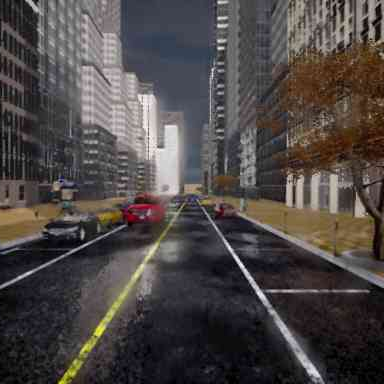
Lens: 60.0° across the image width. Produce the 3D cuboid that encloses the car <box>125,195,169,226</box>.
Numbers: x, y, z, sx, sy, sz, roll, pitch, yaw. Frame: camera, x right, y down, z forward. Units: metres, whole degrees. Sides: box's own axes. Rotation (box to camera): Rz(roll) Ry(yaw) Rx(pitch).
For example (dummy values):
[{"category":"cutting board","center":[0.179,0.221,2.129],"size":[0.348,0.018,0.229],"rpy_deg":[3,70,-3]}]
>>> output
[{"category":"car","center":[-3.094,1.211,23.405],"size":[2.150,2.045,5.566],"rpy_deg":[0,0,0]}]

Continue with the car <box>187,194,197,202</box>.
[{"category":"car","center":[0.010,1.440,70.183],"size":[1.812,1.442,4.674],"rpy_deg":[0,0,0]}]

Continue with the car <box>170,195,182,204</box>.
[{"category":"car","center":[-3.009,1.353,65.112],"size":[2.097,1.767,4.553],"rpy_deg":[0,0,0]}]

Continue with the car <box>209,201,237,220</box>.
[{"category":"car","center":[2.683,1.573,27.435],"size":[1.802,1.307,4.206],"rpy_deg":[-1,0,0]}]

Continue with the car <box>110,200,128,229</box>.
[{"category":"car","center":[-5.699,1.516,21.641],"size":[1.752,1.417,4.829],"rpy_deg":[-1,0,0]}]

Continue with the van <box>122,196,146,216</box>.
[{"category":"van","center":[-5.700,1.332,33.060],"size":[1.690,1.788,3.998],"rpy_deg":[-1,0,0]}]

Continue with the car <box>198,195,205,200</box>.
[{"category":"car","center":[2.691,1.560,95.106],"size":[1.752,1.417,4.829],"rpy_deg":[-1,0,0]}]

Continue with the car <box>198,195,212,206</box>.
[{"category":"car","center":[2.358,1.455,53.500],"size":[1.801,1.575,5.366],"rpy_deg":[0,0,0]}]

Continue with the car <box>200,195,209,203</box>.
[{"category":"car","center":[2.686,1.451,72.435],"size":[1.967,1.590,4.097],"rpy_deg":[-1,0,0]}]

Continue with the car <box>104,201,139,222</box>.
[{"category":"car","center":[-5.698,1.535,27.436],"size":[1.887,1.381,4.507],"rpy_deg":[-1,0,0]}]

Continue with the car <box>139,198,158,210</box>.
[{"category":"car","center":[-5.696,1.538,44.310],"size":[1.887,1.381,4.507],"rpy_deg":[-1,0,0]}]

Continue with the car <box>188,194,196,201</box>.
[{"category":"car","center":[0.012,1.392,85.953],"size":[1.837,1.490,4.892],"rpy_deg":[0,0,0]}]

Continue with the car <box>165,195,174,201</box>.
[{"category":"car","center":[-5.690,1.572,83.685],"size":[2.008,1.369,4.403],"rpy_deg":[-1,0,0]}]

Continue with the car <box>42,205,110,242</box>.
[{"category":"car","center":[-5.699,1.543,16.185],"size":[2.008,1.369,4.403],"rpy_deg":[-1,0,0]}]
